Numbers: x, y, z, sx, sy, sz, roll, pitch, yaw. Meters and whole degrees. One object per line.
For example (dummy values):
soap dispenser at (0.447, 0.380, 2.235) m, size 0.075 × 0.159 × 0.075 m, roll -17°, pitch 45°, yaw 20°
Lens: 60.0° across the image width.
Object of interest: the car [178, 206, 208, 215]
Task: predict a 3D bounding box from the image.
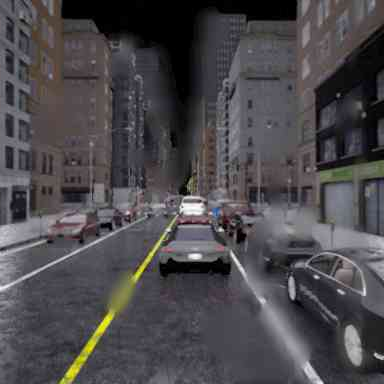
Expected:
car at (0.070, 1.743, 20.649) m, size 1.895 × 1.301 × 4.718 m, roll 0°, pitch 0°, yaw 0°

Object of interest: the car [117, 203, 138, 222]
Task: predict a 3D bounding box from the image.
car at (-5.707, 1.630, 27.555) m, size 1.967 × 1.590 × 4.097 m, roll 0°, pitch 0°, yaw 0°

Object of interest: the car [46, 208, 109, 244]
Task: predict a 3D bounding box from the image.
car at (-5.691, 1.696, 16.504) m, size 1.802 × 1.307 × 4.206 m, roll 0°, pitch 0°, yaw 0°

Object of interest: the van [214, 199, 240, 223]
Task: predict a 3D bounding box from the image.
van at (2.819, 1.531, 27.573) m, size 1.690 × 1.788 × 3.998 m, roll 0°, pitch 0°, yaw 0°

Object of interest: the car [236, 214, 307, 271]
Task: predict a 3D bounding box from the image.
car at (2.842, 1.627, 11.001) m, size 2.008 × 1.369 × 4.403 m, roll 0°, pitch 0°, yaw 0°

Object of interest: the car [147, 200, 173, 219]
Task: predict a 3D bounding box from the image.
car at (-3.045, 1.779, 31.355) m, size 1.812 × 1.442 × 4.674 m, roll 0°, pitch 0°, yaw 0°

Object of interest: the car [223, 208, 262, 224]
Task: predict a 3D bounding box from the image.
car at (2.834, 1.680, 16.524) m, size 1.947 × 1.339 × 4.313 m, roll 0°, pitch 0°, yaw 0°

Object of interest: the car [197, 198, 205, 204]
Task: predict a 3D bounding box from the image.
car at (2.208, 2.187, 82.766) m, size 1.802 × 1.307 × 4.206 m, roll 0°, pitch 0°, yaw -1°

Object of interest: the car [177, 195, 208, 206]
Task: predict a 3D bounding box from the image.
car at (-0.023, 1.433, 30.761) m, size 2.150 × 2.045 × 5.566 m, roll 0°, pitch 0°, yaw -2°

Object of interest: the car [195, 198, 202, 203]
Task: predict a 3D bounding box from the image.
car at (1.943, 2.282, 94.069) m, size 1.802 × 1.307 × 4.206 m, roll 0°, pitch -1°, yaw -1°

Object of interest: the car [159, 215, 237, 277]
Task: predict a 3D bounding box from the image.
car at (0.083, 1.636, 10.513) m, size 1.994 × 1.385 × 4.181 m, roll 0°, pitch -1°, yaw 0°

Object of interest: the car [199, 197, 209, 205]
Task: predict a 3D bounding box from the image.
car at (2.472, 1.956, 71.461) m, size 1.967 × 1.590 × 4.097 m, roll 0°, pitch 0°, yaw -1°

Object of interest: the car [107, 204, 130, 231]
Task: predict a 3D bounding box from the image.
car at (-5.699, 1.718, 22.029) m, size 1.947 × 1.339 × 4.313 m, roll 0°, pitch 0°, yaw 0°

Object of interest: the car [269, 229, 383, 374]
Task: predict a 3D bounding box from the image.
car at (2.850, 1.589, 5.477) m, size 2.008 × 1.369 × 4.403 m, roll 0°, pitch 0°, yaw 0°

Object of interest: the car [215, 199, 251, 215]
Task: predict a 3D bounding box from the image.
car at (2.827, 1.467, 22.050) m, size 2.192 × 1.841 × 5.009 m, roll 0°, pitch 0°, yaw 0°

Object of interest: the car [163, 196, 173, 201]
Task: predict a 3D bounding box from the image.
car at (-6.315, 2.044, 82.577) m, size 1.967 × 1.590 × 4.097 m, roll 0°, pitch 0°, yaw -1°
